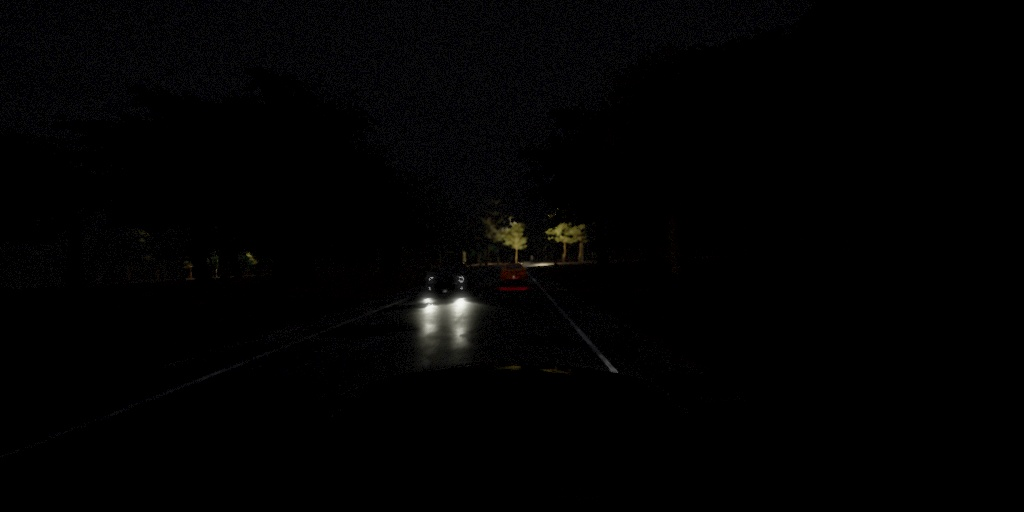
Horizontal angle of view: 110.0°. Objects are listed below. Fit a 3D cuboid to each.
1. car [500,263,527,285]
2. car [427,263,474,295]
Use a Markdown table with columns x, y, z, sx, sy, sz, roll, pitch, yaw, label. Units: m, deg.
| x | y | z | sx | sy | sz | roll | pitch | yaw | label |
| --- | --- | --- | --- | --- | --- | --- | --- | --- | --- |
| 0.140 | 1.298 | 27.023 | 1.882 | 1.535 | 5.008 | -1 | -1 | 1 | car |
| -3.412 | 1.224 | 20.533 | 2.097 | 1.767 | 4.553 | -1 | 0 | 0 | car |
